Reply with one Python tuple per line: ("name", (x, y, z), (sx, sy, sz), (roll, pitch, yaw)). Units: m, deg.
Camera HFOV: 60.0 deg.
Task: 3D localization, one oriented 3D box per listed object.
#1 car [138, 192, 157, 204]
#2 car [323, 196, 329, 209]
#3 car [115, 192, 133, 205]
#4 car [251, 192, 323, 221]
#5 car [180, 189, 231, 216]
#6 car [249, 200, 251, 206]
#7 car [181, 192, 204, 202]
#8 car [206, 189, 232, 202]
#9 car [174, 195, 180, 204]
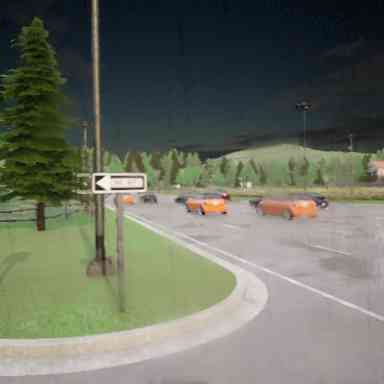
("car", (-6.163, 0.836, 45.989), (1.837, 1.490, 4.892), (-1, 1, -20))
("car", (10.551, 0.796, 31.070), (1.837, 1.490, 4.892), (-1, 1, -20))
("car", (-9.248, 0.765, 44.236), (2.097, 1.767, 4.553), (-1, 1, -20))
("car", (6.257, 0.859, 22.502), (2.097, 1.767, 4.553), (-1, 1, -20))
("car", (0.979, 0.880, 26.681), (2.097, 1.767, 4.553), (-1, 1, -20))
("car", (7.095, 0.964, 30.335), (1.895, 1.301, 4.718), (-1, 1, -20))
("car", (0.013, 0.692, 49.468), (1.812, 1.442, 4.674), (-1, 1, -20))
("car", (3.898, 0.458, 49.044), (2.097, 1.767, 4.553), (-1, 1, -20))
("car", (-0.669, 0.863, 41.231), (2.033, 1.411, 5.357), (-1, 1, -20))
